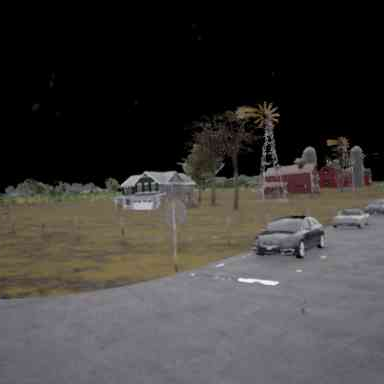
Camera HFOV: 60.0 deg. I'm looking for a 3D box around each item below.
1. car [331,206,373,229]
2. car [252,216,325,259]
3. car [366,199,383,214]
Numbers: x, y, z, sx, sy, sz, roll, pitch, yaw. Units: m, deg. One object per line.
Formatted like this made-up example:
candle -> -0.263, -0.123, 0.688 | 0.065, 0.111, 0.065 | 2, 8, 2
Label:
car -> 11.847, 1.967, 24.804 | 1.895, 1.301, 4.718 | -4, -2, 36
car -> 4.241, 1.818, 14.232 | 1.837, 1.490, 4.892 | -4, -2, 36
car -> 20.739, 1.637, 37.158 | 2.097, 1.767, 4.553 | -4, -1, 36
